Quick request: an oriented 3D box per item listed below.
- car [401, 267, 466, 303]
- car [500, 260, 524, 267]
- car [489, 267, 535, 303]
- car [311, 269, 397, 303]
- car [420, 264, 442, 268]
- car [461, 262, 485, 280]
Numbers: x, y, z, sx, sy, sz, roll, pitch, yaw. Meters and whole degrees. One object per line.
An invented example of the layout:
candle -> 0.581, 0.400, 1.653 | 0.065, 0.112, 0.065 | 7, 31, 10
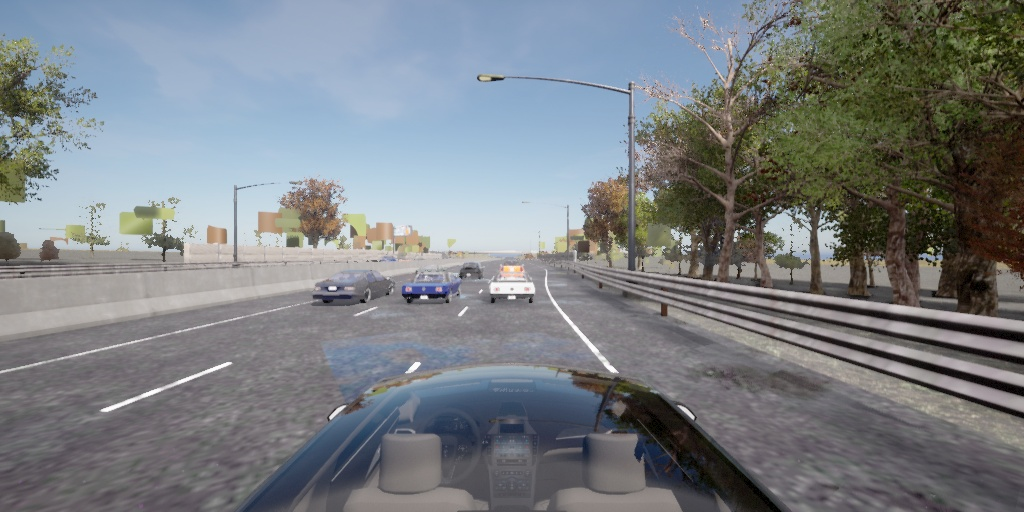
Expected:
car -> -3.500, 1.366, 16.531 | 1.895, 1.301, 4.718 | 0, 0, 0
car -> 0.000, 1.125, 31.471 | 2.097, 1.767, 4.553 | 0, 0, 0
car -> 0.000, 1.366, 16.531 | 1.895, 1.301, 4.718 | 0, 0, 0
car -> -7.000, 1.313, 16.501 | 2.033, 1.411, 5.357 | 0, 0, 0
car -> -7.000, 1.375, 31.531 | 1.895, 1.301, 4.718 | 0, 0, 0
car -> -3.500, 1.276, 31.501 | 1.837, 1.490, 4.892 | 0, 0, 0
